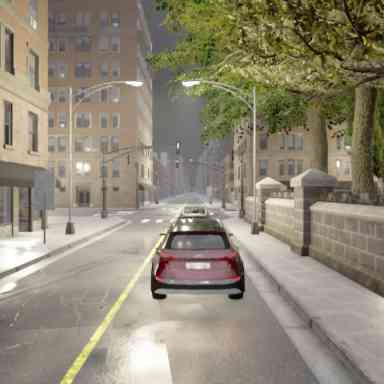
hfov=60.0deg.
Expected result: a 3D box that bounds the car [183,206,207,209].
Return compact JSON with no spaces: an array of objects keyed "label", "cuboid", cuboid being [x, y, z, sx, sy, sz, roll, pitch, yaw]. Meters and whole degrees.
[{"label":"car","cuboid":[0.138,1.537,18.302,1.837,1.490,4.892,0,0,0]}]

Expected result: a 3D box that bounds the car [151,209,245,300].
[{"label":"car","cuboid":[0.118,1.446,8.455,2.033,1.649,4.856,0,0,0]}]
